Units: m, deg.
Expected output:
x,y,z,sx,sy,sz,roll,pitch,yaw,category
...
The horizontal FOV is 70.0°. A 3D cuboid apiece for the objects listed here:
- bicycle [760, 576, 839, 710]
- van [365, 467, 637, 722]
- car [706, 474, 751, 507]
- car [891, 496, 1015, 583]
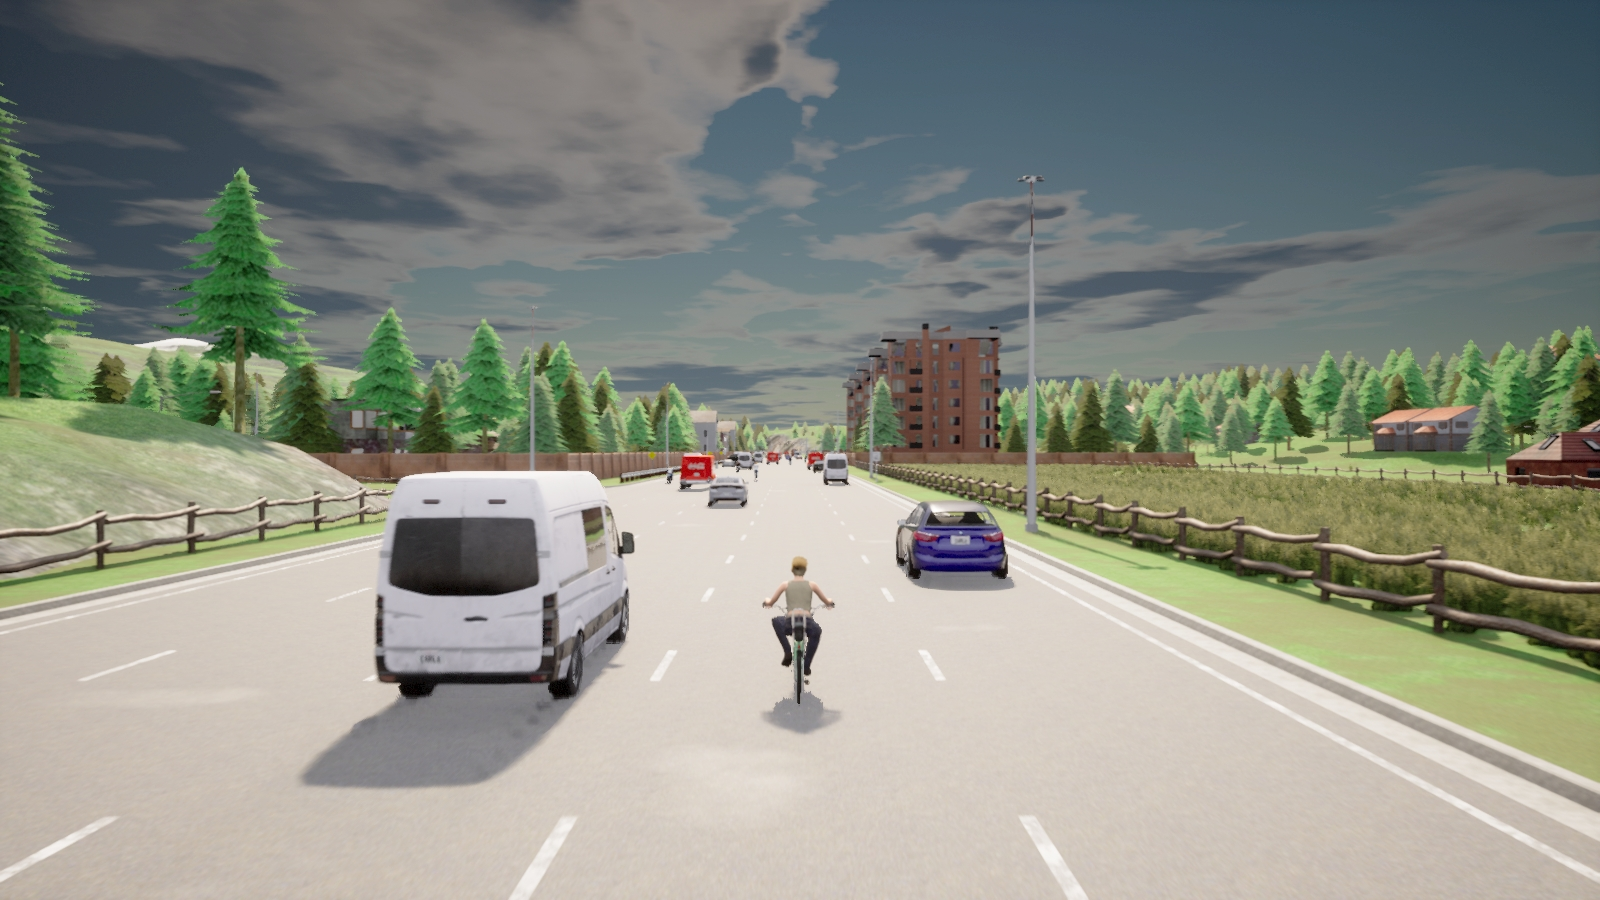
x,y,z,sx,sy,sz,roll,pitch,yaw,category
-0.012,2.168,13.082,0.859,1.276,1.487,0,0,0,bicycle
-3.530,1.546,14.827,1.988,2.561,5.915,0,0,0,van
-3.715,2.077,59.945,2.097,1.535,5.006,0,0,0,car
3.443,1.987,26.631,2.242,1.667,4.611,0,0,0,car
